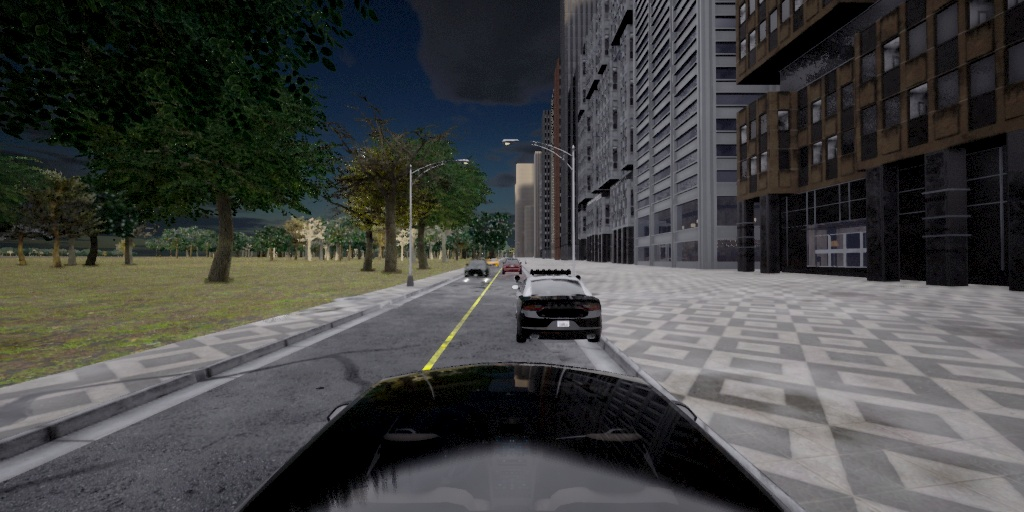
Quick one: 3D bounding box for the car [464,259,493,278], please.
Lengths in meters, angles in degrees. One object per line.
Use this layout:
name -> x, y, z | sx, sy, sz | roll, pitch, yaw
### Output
car -> -3.149, 1.076, 33.132 | 2.097, 1.767, 4.553 | 0, 0, 0

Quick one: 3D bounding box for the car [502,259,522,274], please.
car -> 0.018, 1.063, 39.647 | 2.097, 1.767, 4.553 | 0, 0, 0

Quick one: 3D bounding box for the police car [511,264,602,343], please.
police car -> 1.038, 1.174, 9.859 | 1.930, 1.638, 5.238 | 0, 0, 0

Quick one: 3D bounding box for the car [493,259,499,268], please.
car -> -3.091, 1.157, 58.607 | 1.882, 1.535, 5.008 | 0, 0, 0
